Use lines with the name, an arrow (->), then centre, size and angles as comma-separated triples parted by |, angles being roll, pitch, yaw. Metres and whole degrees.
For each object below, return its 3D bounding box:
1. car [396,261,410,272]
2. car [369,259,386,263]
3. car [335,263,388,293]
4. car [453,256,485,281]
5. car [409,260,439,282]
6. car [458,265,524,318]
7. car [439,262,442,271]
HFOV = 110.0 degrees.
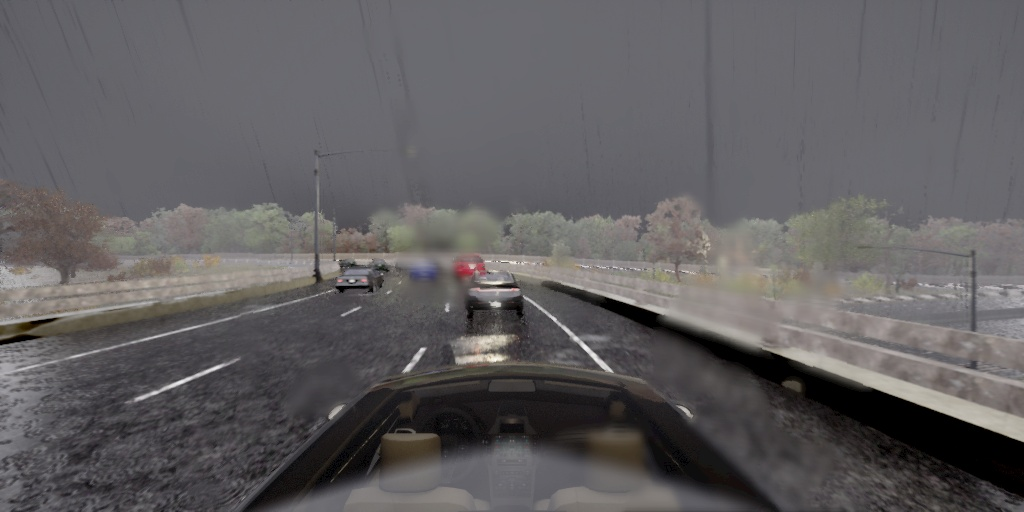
car -> -14.787, 1.402, 49.655 | 1.994, 1.385, 4.181 | 0, 0, -26
car -> -18.149, 1.209, 48.568 | 2.097, 1.767, 4.553 | 0, 0, -26
car -> -8.838, 1.349, 21.208 | 2.033, 1.411, 5.357 | 0, 0, -11
car -> -3.566, 0.993, 29.454 | 2.150, 2.045, 5.566 | 0, 0, -15
car -> -7.359, 1.272, 29.916 | 1.882, 1.535, 5.008 | 0, 0, -15
car -> -0.722, 1.247, 13.114 | 2.128, 1.511, 4.902 | 0, 0, -6
car -> -11.158, 1.322, 50.210 | 1.837, 1.490, 4.892 | 0, 0, -25
